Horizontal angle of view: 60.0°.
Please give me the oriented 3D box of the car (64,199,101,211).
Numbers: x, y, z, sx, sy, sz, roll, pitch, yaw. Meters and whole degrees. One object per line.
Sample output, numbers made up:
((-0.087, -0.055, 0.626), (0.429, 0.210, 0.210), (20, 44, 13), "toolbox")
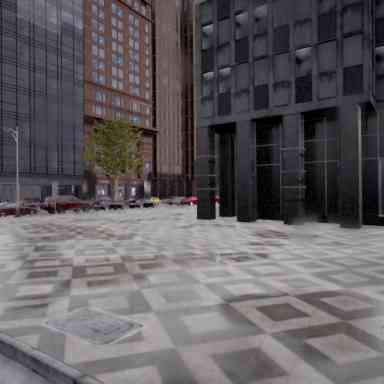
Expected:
((-14.025, 1.590, 42.917), (1.994, 1.385, 4.181), (-1, 0, 35), "car")

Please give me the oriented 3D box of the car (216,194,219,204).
((3.193, 1.223, 57.687), (2.192, 1.841, 5.009), (-1, 0, 35), "car")

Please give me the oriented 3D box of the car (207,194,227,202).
((5.807, 1.297, 76.456), (2.192, 1.841, 5.009), (-1, 0, 35), "car")

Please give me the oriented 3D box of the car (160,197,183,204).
((-3.813, 1.575, 62.539), (1.947, 1.339, 4.313), (-1, 0, 35), "car")

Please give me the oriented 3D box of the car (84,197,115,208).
((-13.436, 1.485, 48.623), (1.967, 1.590, 4.097), (-1, 0, 35), "car")

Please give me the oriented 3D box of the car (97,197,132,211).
((-9.632, 1.525, 39.133), (1.947, 1.339, 4.313), (-1, 0, 35), "car")

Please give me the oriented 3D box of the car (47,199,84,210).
((-16.641, 1.642, 43.984), (1.802, 1.307, 4.206), (-1, 0, 35), "car")

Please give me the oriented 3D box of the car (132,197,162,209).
((-6.426, 1.509, 43.770), (1.947, 1.339, 4.313), (-1, 0, 35), "car")

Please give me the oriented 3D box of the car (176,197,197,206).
((-0.012, 1.463, 53.047), (1.887, 1.381, 4.507), (-1, 0, 35), "car")

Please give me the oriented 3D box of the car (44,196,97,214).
((-12.841, 1.291, 34.496), (2.192, 1.841, 5.009), (-1, 0, 35), "car")

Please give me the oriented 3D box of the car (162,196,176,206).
((-2.020, 1.496, 54.741), (2.033, 1.411, 5.357), (-1, 0, 35), "car")

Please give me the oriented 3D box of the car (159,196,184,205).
((-3.466, 1.507, 58.051), (1.812, 1.442, 4.674), (-1, -1, 35), "car")

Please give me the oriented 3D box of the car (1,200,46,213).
((-19.848, 1.643, 39.346), (1.947, 1.339, 4.313), (-1, 0, 35), "car")

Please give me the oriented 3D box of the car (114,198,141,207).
((-10.227, 1.613, 53.262), (1.802, 1.307, 4.206), (-1, 0, 35), "car")

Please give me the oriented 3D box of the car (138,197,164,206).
((-7.117, 1.545, 57.760), (1.752, 1.417, 4.829), (-1, 0, 35), "car")

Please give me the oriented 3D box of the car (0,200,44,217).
((-16.045, 1.577, 29.857), (1.802, 1.307, 4.206), (-1, 0, 35), "car")
